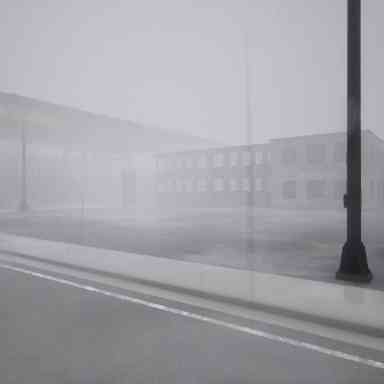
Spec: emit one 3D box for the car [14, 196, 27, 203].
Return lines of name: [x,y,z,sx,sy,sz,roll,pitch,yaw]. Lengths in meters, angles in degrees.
car: [-32.098,1.294,62.308,1.853,1.218,4.536,0,0,-23]

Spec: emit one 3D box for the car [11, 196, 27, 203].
car: [-32.077,1.452,62.261,2.038,1.542,4.974,0,0,-23]

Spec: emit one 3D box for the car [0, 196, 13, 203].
car: [-35.657,1.294,61.053,4.536,1.218,1.853,0,0,7]

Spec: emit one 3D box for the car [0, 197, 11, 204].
car: [-35.605,1.452,61.047,4.974,1.542,2.038,0,0,7]
